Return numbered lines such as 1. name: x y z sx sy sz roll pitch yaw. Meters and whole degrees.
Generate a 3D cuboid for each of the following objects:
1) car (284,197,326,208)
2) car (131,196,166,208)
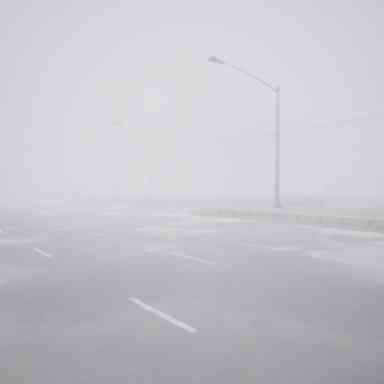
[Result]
1. car: 13.667 1.274 40.477 4.718 1.301 1.895 0 1 -14
2. car: -5.231 1.173 40.115 4.181 1.385 1.994 0 1 15
